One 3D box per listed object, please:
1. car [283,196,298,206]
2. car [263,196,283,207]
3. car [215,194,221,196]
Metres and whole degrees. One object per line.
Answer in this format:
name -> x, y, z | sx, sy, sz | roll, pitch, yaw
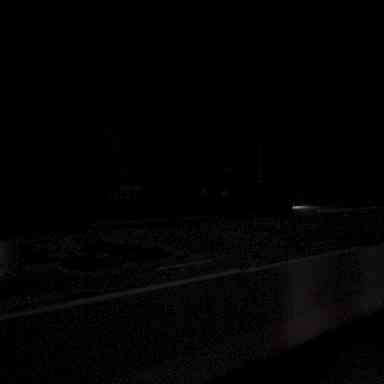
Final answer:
car -> 11.857, 1.238, 45.893 | 2.033, 1.411, 5.357 | -1, 0, -35
car -> 8.863, 1.271, 44.067 | 2.033, 1.411, 5.357 | -1, 0, -35
car -> 5.214, 1.129, 70.180 | 1.994, 1.385, 4.181 | 0, 1, -6
